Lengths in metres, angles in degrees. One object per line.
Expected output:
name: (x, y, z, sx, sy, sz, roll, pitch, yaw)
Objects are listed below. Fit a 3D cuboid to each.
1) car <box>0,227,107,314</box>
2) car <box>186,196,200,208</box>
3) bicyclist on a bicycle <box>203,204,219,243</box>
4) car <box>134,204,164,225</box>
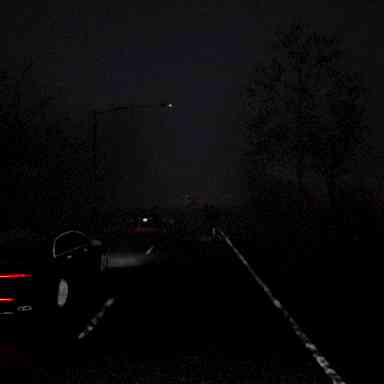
car: (-3.385, 1.579, 7.762, 1.837, 1.490, 4.892, 0, -1, 0)
car: (0.230, 1.762, 57.753, 2.150, 2.045, 5.566, 0, 0, 0)
bicyclist on a bicycle: (1.000, 1.519, 15.844, 0.659, 1.776, 1.843, 0, 0, 0)
car: (-3.345, 1.751, 26.212, 1.837, 1.490, 4.892, 0, -1, 0)
